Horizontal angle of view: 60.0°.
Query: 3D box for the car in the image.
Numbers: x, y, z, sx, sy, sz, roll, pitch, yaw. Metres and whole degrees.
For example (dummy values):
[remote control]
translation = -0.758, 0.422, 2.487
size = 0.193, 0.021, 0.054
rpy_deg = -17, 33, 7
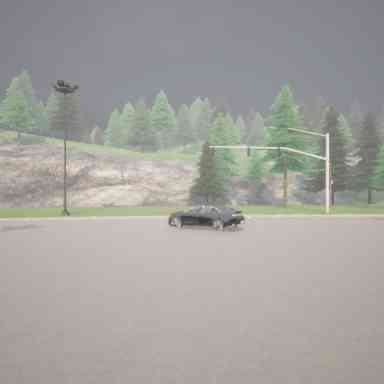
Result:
[car]
translation = 0.784, 1.491, 20.219
size = 4.902, 1.511, 2.128
rpy_deg = 0, 0, 32
